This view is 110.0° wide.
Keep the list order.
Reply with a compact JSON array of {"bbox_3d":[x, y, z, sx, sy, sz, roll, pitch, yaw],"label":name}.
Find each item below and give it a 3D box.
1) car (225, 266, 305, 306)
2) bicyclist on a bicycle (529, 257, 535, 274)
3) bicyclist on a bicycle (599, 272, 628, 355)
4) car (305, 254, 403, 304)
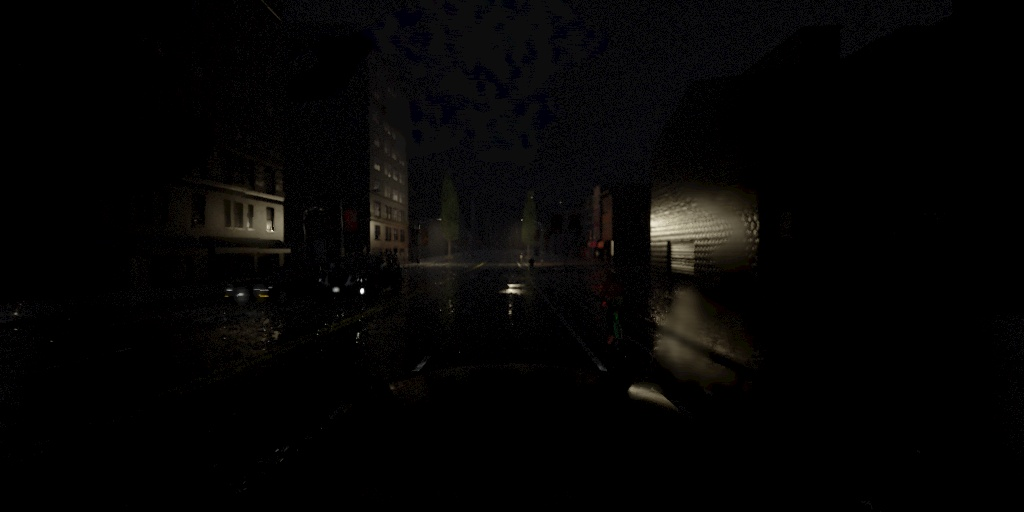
[{"bbox_3d":[-9.940,1.200,15.571,1.837,1.490,4.892,0,0,0],"label":"car"},{"bbox_3d":[1.962,0.934,35.965,0.659,1.776,1.843,0,0,0],"label":"bicyclist on a bicycle"},{"bbox_3d":[2.180,1.185,7.705,0.582,1.620,1.656,0,0,0],"label":"bicyclist on a bicycle"},{"bbox_3d":[-6.698,0.913,16.373,2.150,2.045,5.566,0,0,0],"label":"car"}]
